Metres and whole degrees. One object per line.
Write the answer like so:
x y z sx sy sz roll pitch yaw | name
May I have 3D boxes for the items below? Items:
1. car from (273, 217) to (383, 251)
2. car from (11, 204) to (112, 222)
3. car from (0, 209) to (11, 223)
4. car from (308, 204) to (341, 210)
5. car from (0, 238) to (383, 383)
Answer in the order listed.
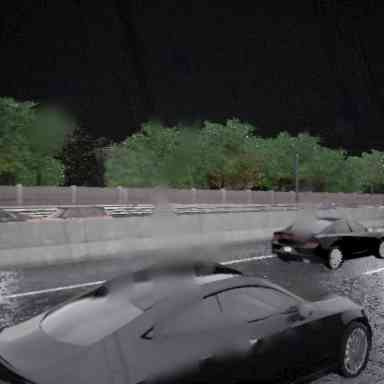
4.944 1.615 11.603 5.008 1.535 1.882 1 -1 -36 | car
-6.260 1.536 16.732 4.553 1.767 2.097 0 -1 -36 | car
-11.039 1.700 17.609 4.892 1.490 1.837 1 -1 -36 | car
16.586 2.271 41.622 5.357 1.411 2.033 1 -1 -36 | car
0.235 1.571 3.911 4.674 1.442 1.812 0 -1 -36 | car
